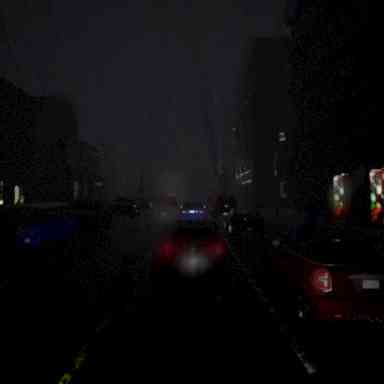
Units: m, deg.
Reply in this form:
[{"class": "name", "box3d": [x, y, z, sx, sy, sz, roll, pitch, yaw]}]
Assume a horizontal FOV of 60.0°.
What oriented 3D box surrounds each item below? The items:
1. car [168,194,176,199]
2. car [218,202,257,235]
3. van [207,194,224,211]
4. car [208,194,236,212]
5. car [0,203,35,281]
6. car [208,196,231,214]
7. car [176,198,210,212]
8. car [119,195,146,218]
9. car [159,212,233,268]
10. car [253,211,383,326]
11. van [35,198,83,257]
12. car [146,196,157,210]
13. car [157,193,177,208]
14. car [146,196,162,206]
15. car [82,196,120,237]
[{"class": "car", "box3d": [-5.666, 1.167, 93.872, 1.887, 1.381, 4.507, 1, 0, 0]}, {"class": "car", "box3d": [2.706, 1.481, 17.784, 2.008, 1.369, 4.403, 1, 0, 0]}, {"class": "van", "box3d": [2.712, 1.185, 39.412, 1.690, 1.788, 3.998, 1, 0, 0]}, {"class": "car", "box3d": [2.711, 1.202, 28.597, 2.192, 1.841, 5.009, 1, 0, 0]}, {"class": "car", "box3d": [-5.670, 1.288, 6.977, 2.192, 1.841, 5.009, 1, 0, 0]}, {"class": "car", "box3d": [2.710, 1.305, 34.005, 1.967, 1.590, 4.097, 1, 0, 0]}, {"class": "car", "box3d": [0.066, 1.445, 26.021, 2.033, 1.411, 5.357, 0, 0, 0]}, {"class": "car", "box3d": [-5.668, 1.202, 28.606, 2.192, 1.841, 5.009, 1, 0, 0]}, {"class": "car", "box3d": [0.065, 1.558, 11.030, 1.895, 1.301, 4.718, 0, 0, 0]}, {"class": "car", "box3d": [2.707, 1.413, 6.970, 1.967, 1.590, 4.097, 1, 0, 0]}, {"class": "van", "box3d": [-5.670, 1.293, 12.384, 1.690, 1.788, 3.998, 1, 0, 0]}, {"class": "car", "box3d": [-5.669, 1.284, 39.421, 1.967, 1.590, 4.097, 1, 0, 0]}, {"class": "car", "box3d": [-3.081, 1.311, 45.437, 2.128, 1.511, 4.902, 0, 0, 0]}, {"class": "car", "box3d": [-5.671, 1.351, 50.235, 2.008, 1.369, 4.403, 1, 0, 0]}, {"class": "car", "box3d": [-5.669, 1.245, 17.791, 2.192, 1.841, 5.009, 1, 0, 0]}]
